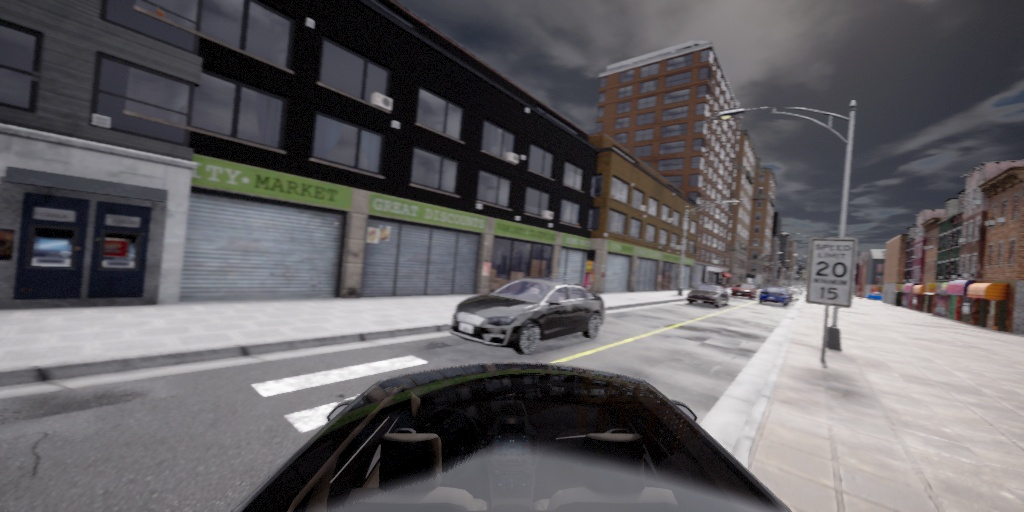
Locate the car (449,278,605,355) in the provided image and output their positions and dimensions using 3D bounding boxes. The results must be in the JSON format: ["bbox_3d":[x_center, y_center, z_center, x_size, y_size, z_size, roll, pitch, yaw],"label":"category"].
[{"bbox_3d":[0.666,1.339,9.093,2.128,1.511,4.902,5,0,40],"label":"car"}]

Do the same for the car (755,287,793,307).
[{"bbox_3d":[23.119,3.485,31.575,1.882,1.535,5.008,5,0,40],"label":"car"}]

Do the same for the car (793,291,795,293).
[{"bbox_3d":[30.302,4.220,40.263,1.837,1.490,4.892,5,0,40],"label":"car"}]

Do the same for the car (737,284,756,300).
[{"bbox_3d":[23.716,3.569,36.672,1.882,1.535,5.008,5,-1,40],"label":"car"}]

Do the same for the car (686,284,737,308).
[{"bbox_3d":[13.606,2.654,24.654,2.033,1.411,5.357,5,0,40],"label":"car"}]
